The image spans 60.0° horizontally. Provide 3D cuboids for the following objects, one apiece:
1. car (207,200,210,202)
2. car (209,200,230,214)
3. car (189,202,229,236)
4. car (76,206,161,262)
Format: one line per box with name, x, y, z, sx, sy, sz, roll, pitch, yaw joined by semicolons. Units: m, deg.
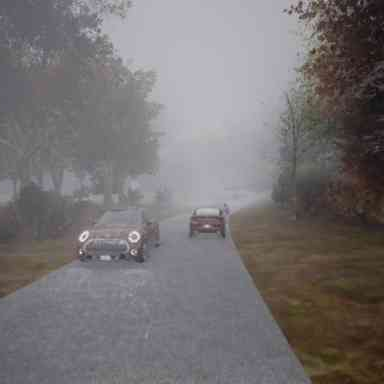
car;3.120;2.062;53.589;1.837;1.490;4.892;1;1;13
car;3.400;1.946;39.370;1.994;1.385;4.181;0;-1;9
car;0.937;1.564;18.920;1.882;1.535;5.008;0;-1;4
car;-2.449;1.376;12.131;2.097;1.767;4.553;0;0;3
